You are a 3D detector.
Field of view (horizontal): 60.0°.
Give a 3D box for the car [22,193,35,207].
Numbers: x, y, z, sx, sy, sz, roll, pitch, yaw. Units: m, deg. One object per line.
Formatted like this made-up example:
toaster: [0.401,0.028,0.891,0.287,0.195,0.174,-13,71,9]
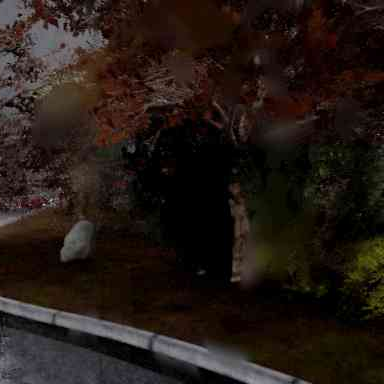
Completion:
car: [-23.292,1.135,48.541,2.150,2.045,5.566,1,0,-17]
